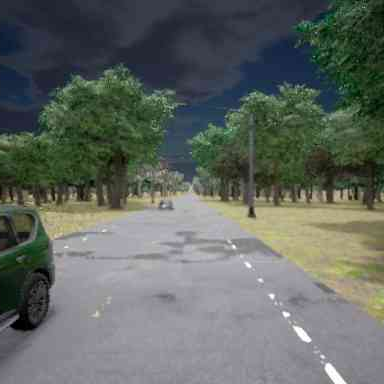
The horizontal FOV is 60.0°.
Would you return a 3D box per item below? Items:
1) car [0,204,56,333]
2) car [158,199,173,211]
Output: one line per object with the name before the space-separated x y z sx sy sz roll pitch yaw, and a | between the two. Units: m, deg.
car | -3.602 1.226 3.975 2.150 2.045 5.566 0 0 0
car | -3.604 1.743 45.907 2.128 1.511 4.902 0 0 0
